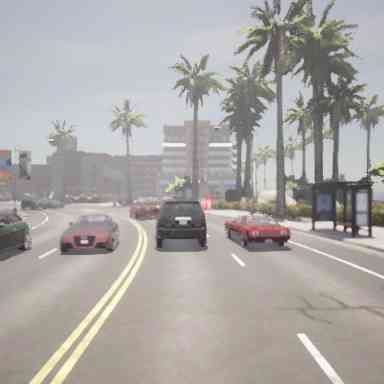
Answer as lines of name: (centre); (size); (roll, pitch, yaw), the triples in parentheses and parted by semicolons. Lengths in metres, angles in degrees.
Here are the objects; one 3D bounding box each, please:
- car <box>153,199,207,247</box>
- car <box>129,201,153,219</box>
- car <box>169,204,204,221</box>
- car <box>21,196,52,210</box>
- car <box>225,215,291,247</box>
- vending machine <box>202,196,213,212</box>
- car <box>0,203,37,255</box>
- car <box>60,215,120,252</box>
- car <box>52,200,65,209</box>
car: (-0.668, 1.357, 16.096); (2.150, 2.045, 5.566); (0, 0, -7)
car: (-4.786, 1.624, 32.398); (2.097, 1.767, 4.553); (0, 0, -20)
car: (-0.607, 1.863, 31.232); (1.895, 1.301, 4.718); (0, -1, -18)
car: (-23.784, 1.642, 50.032); (5.566, 2.045, 2.150); (0, -1, 43)
car: (2.883, 1.734, 15.832); (1.895, 1.301, 4.718); (0, 0, -7)
vending machine: (2.039, 1.568, 44.323); (1.100, 2.100, 0.880); (0, -1, -27)
car: (-7.508, 1.451, 11.726); (2.097, 1.767, 4.553); (0, 0, -5)
car: (-4.237, 1.686, 14.383); (1.994, 1.385, 4.181); (0, 0, -7)
car: (-22.036, 2.009, 53.064); (4.181, 1.385, 1.994); (0, -1, 43)
